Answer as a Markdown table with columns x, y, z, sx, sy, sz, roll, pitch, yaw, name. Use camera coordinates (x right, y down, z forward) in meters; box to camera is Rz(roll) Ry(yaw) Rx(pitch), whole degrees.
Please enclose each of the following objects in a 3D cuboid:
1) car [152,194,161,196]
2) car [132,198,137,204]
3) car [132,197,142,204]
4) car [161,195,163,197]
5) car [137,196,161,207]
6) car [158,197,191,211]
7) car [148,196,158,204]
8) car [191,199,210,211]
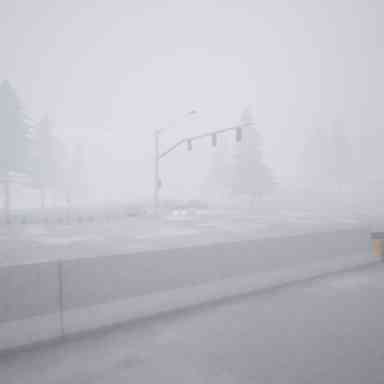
| x | y | z | sx | sy | sz | roll | pitch | yaw | name |
| --- | --- | --- | --- | --- | --- | --- | --- | --- | --- |
| -6.516 | 1.470 | 63.290 | 2.150 | 2.045 | 5.566 | 0 | 0 | -18 | car |
| -9.892 | 1.824 | 62.453 | 1.895 | 1.301 | 4.718 | 0 | 0 | -17 | car |
| -12.003 | 1.850 | 72.327 | 1.895 | 1.301 | 4.718 | 0 | 0 | -10 | car |
| -3.263 | 1.718 | 53.986 | 2.128 | 1.511 | 4.902 | 0 | 0 | -22 | car |
| -6.830 | 1.748 | 53.363 | 2.033 | 1.411 | 5.357 | 0 | 0 | -22 | car |
| -2.628 | 1.733 | 44.269 | 2.033 | 1.411 | 5.357 | 1 | 0 | -28 | car |
| -8.653 | 1.760 | 73.540 | 1.882 | 1.535 | 5.008 | 0 | 0 | -10 | car |
| 0.668 | 1.718 | 45.606 | 1.837 | 1.490 | 4.892 | 1 | 0 | -28 | car |
